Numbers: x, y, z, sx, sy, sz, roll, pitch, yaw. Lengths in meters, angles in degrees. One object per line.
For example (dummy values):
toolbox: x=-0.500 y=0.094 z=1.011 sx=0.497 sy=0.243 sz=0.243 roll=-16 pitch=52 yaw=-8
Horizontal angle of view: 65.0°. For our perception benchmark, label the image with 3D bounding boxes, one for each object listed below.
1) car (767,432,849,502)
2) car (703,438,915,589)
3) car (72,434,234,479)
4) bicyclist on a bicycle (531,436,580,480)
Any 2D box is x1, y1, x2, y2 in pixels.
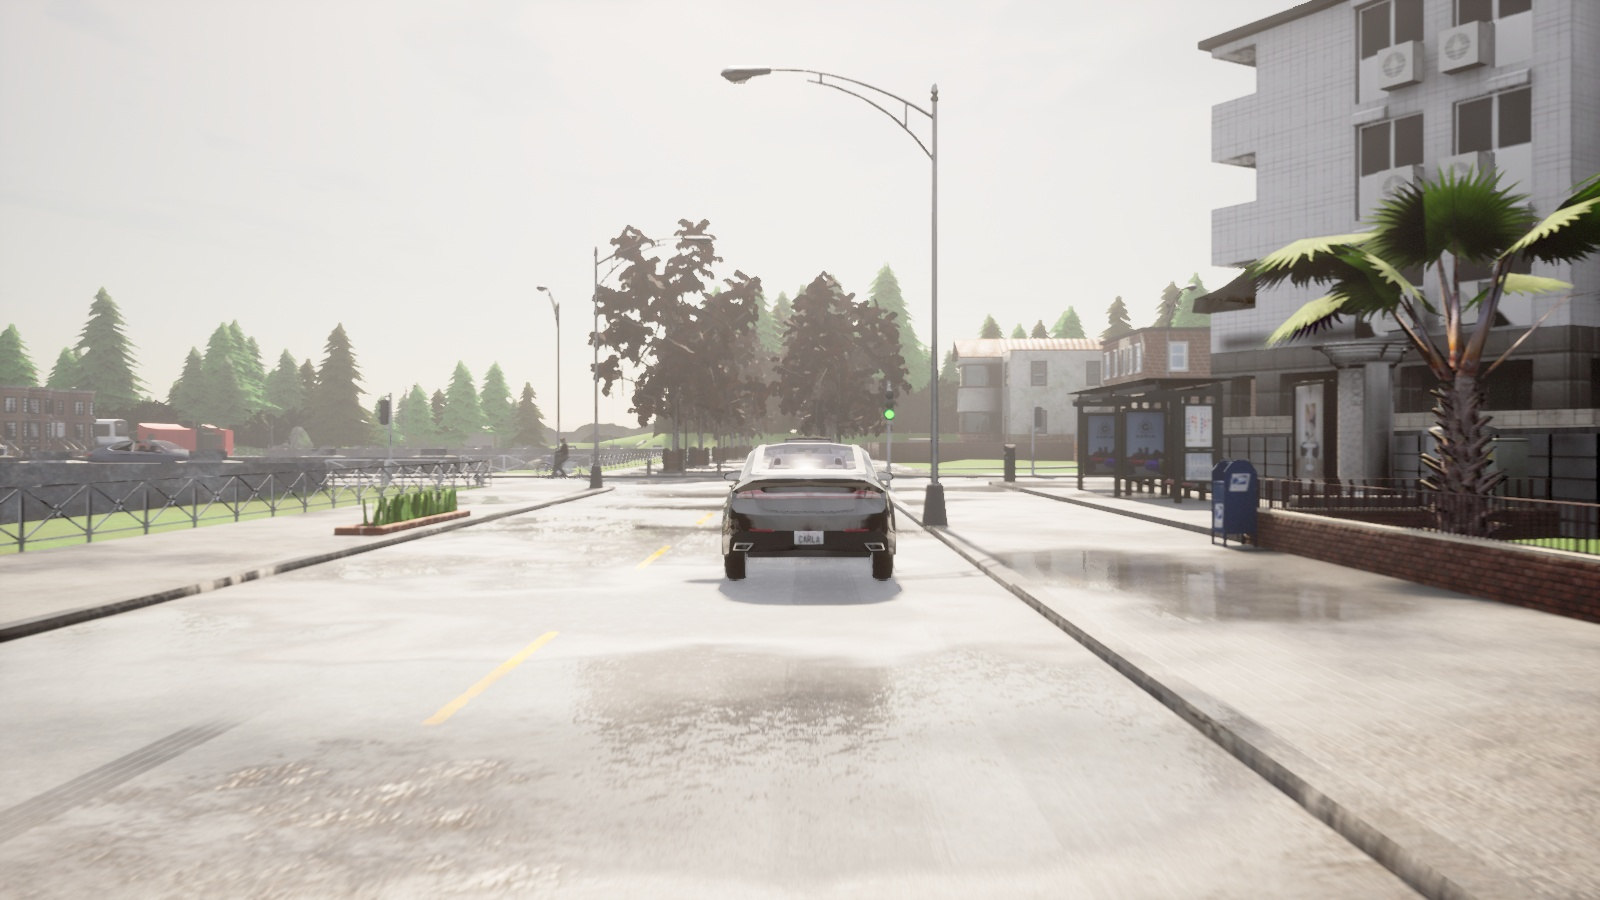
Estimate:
car: x=0.212 y=0.412 z=34.206 sx=2.097 sy=1.767 sz=4.553 roll=0 pitch=0 yaw=0
car: x=0.102 y=0.618 z=15.036 sx=2.128 sy=1.511 sz=4.902 roll=0 pitch=0 yaw=0
car: x=-24.370 y=0.238 z=47.427 sx=5.027 sy=1.651 sz=2.152 roll=0 pitch=0 yaw=0
bicyclist on a bicycle: x=-9.956 y=0.321 z=51.142 sx=1.843 sy=1.776 sz=0.659 roll=0 pitch=1 yaw=6
